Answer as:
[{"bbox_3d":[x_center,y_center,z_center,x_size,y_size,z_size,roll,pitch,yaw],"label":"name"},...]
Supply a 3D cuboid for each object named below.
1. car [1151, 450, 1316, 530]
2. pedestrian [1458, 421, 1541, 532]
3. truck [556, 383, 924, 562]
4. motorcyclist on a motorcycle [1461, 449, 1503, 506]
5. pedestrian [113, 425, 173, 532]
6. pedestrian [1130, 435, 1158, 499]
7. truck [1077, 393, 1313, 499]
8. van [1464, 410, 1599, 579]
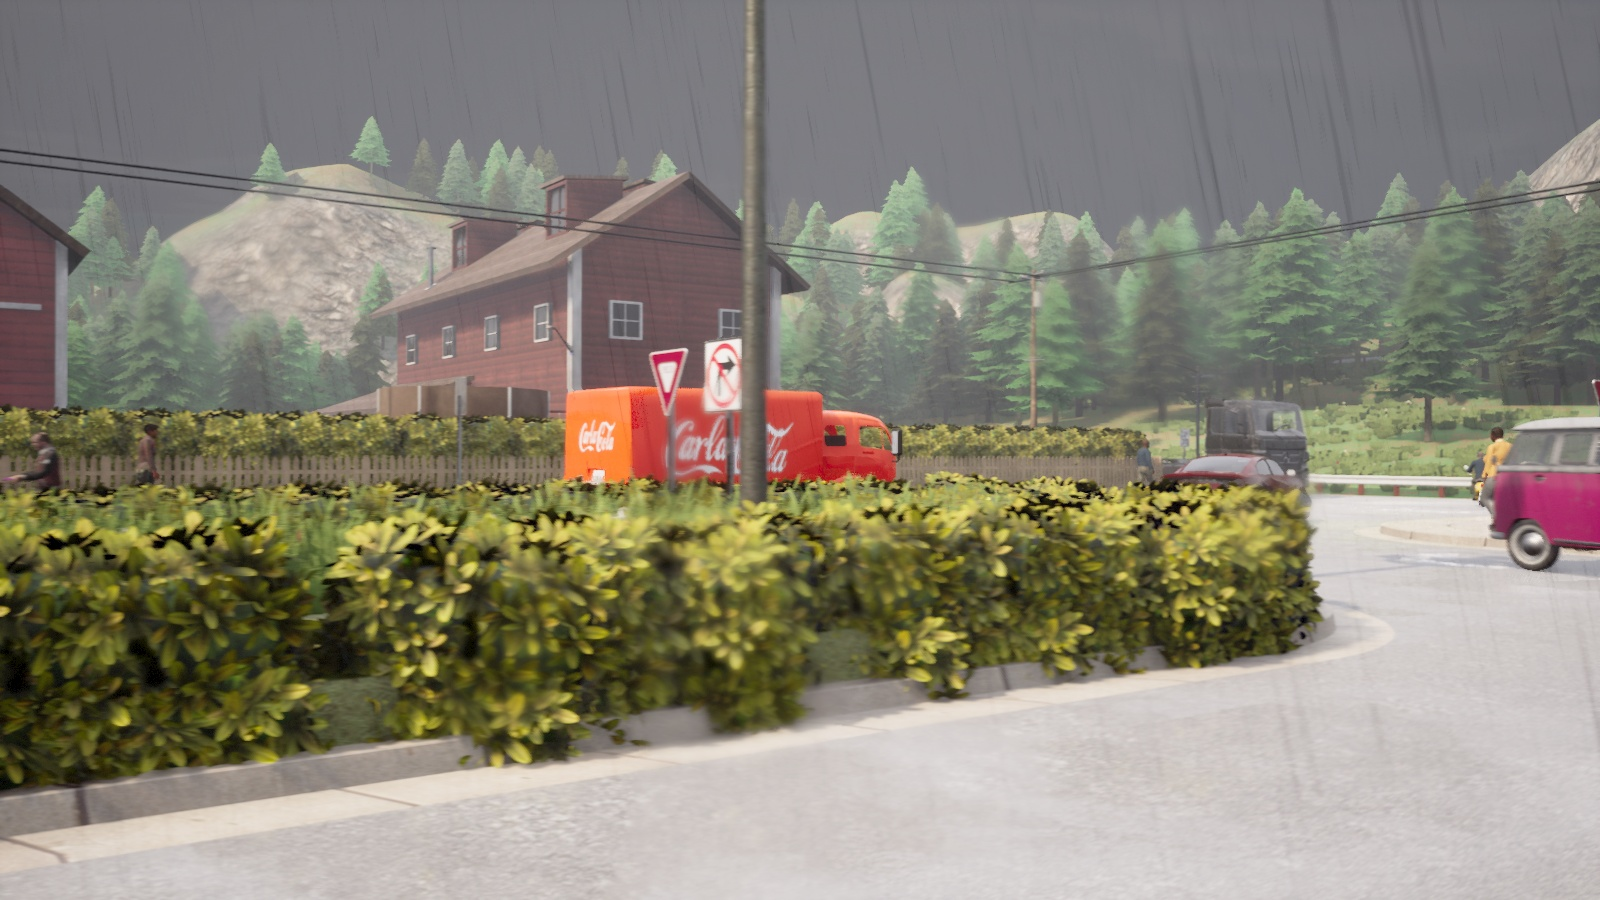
[{"bbox_3d":[9.338,0.784,26.786,1.882,1.535,5.008,0,-1,37],"label":"car"},{"bbox_3d":[11.988,0.443,21.551,0.874,1.855,0.900,0,0,-10],"label":"pedestrian"},{"bbox_3d":[-0.889,0.316,19.823,5.204,2.467,2.627,0,0,-35],"label":"truck"},{"bbox_3d":[19.672,0.770,36.260,0.866,1.590,1.817,-2,-1,24],"label":"motorcyclist on a motorcycle"},{"bbox_3d":[-11.332,0.480,21.666,0.869,1.805,0.328,0,0,-35],"label":"pedestrian"},{"bbox_3d":[9.865,0.487,36.000,0.726,1.835,0.370,0,0,-30],"label":"pedestrian"},{"bbox_3d":[13.885,-0.132,44.889,2.891,3.462,7.936,0,0,-35],"label":"truck"},{"bbox_3d":[10.285,0.524,15.054,1.775,1.987,4.442,0,0,-10],"label":"van"}]
